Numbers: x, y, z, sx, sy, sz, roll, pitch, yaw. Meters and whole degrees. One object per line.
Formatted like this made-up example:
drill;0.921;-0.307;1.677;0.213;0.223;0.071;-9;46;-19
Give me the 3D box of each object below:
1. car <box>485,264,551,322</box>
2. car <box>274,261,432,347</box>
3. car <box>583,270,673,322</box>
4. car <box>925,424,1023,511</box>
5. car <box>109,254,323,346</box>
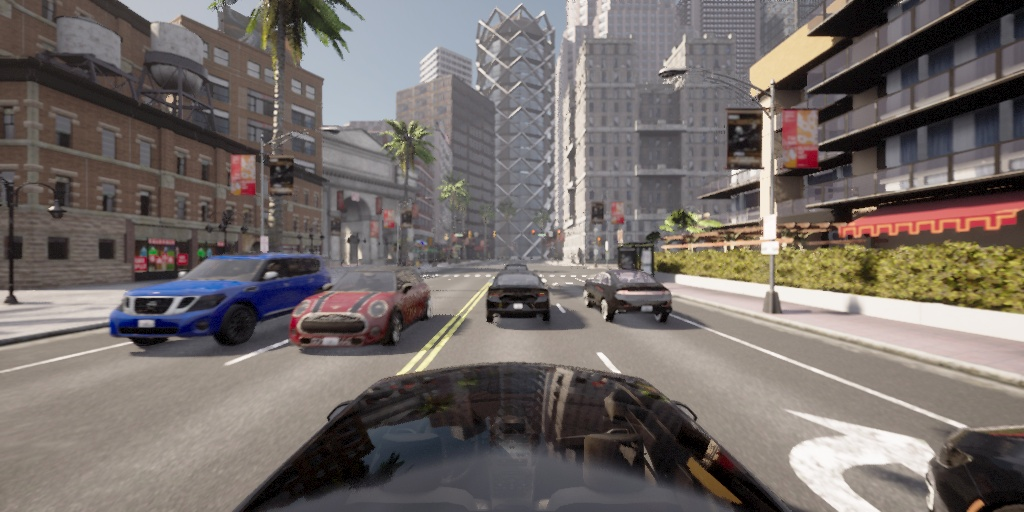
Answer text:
car;0.186;1.201;12.132;1.882;1.535;5.008;0;0;0
car;-3.543;1.081;9.294;2.097;1.767;4.553;0;0;1
car;3.681;1.216;12.136;2.128;1.511;4.902;0;0;1
car;3.670;1.255;0.304;1.837;1.490;4.892;0;-1;-1
car;-7.041;0.947;9.694;2.150;2.045;5.566;0;0;1
